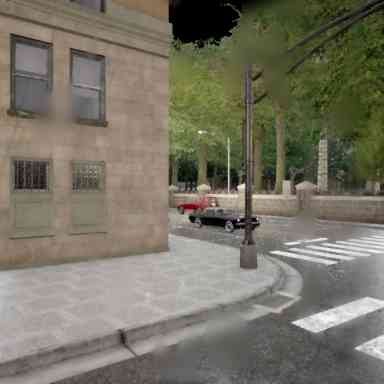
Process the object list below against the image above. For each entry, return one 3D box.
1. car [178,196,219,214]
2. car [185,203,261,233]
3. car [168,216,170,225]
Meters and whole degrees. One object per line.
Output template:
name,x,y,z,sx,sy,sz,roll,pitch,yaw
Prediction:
car,0.601,1.285,31.822,2.192,1.841,5.009,0,0,-35
car,1.846,1.586,19.878,1.895,1.301,4.718,0,0,-35
car,-3.169,1.544,22.284,1.947,1.339,4.313,0,0,-35
